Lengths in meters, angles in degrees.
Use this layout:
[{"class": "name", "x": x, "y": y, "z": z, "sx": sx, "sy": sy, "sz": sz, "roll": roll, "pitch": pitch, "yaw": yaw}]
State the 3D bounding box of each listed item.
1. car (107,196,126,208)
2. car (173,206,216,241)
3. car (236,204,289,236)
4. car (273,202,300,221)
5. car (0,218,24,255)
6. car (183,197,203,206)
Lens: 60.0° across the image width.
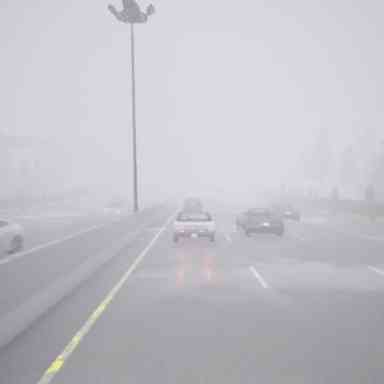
[{"class": "car", "x": -10.518, "y": 1.384, "z": 46.589, "sx": 1.837, "sy": 1.490, "sz": 4.892, "roll": 0, "pitch": 1, "yaw": 0}, {"class": "car", "x": 0.095, "y": 1.572, "z": 16.468, "sx": 1.895, "sy": 1.301, "sz": 4.718, "roll": 0, "pitch": 0, "yaw": 0}, {"class": "car", "x": 3.594, "y": 1.531, "z": 18.184, "sx": 1.994, "sy": 1.385, "sz": 4.181, "roll": 0, "pitch": 0, "yaw": 0}, {"class": "car", "x": 7.092, "y": 1.515, "z": 26.550, "sx": 1.994, "sy": 1.385, "sz": 4.181, "roll": 0, "pitch": 0, "yaw": 0}, {"class": "car", "x": -7.091, "y": 1.508, "z": 10.507, "sx": 1.812, "sy": 1.442, "sz": 4.674, "roll": 0, "pitch": 0, "yaw": 0}, {"class": "car", "x": 0.088, "y": 1.284, "z": 36.521, "sx": 2.097, "sy": 1.767, "sz": 4.553, "roll": 0, "pitch": 0, "yaw": 0}]
